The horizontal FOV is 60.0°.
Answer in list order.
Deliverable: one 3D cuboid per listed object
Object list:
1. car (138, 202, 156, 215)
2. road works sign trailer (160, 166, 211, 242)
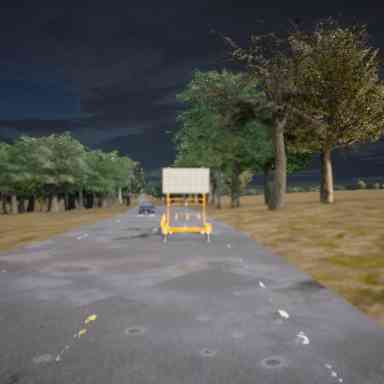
[{"bbox_3d":[-5.325,1.895,39.497,2.033,1.411,5.357,0,-1,-5],"label":"car"},{"bbox_3d":[-0.296,0.500,16.622,2.380,3.560,2.880,0,0,-3],"label":"road works sign trailer"}]
